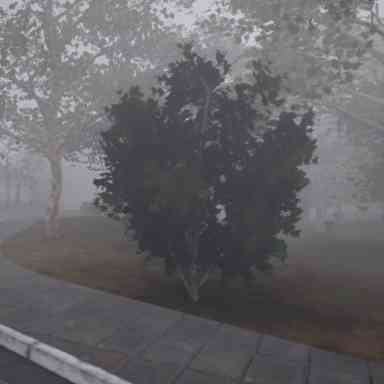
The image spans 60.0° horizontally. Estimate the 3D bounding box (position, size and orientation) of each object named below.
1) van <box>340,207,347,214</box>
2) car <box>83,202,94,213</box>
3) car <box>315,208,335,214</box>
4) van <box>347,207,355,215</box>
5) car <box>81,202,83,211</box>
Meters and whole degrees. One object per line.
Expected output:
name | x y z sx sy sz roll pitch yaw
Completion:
van | 35.469 4.586 81.596 4.442 1.987 1.878 3 -1 -38
car | -7.267 1.299 32.521 2.150 2.045 5.566 1 -4 45
car | 31.187 4.344 78.221 5.566 2.045 2.435 3 -1 -38
van | 39.824 4.803 85.025 4.442 1.987 1.878 3 -1 -38
car | -9.117 1.538 34.909 1.882 1.535 5.008 1 -3 44
